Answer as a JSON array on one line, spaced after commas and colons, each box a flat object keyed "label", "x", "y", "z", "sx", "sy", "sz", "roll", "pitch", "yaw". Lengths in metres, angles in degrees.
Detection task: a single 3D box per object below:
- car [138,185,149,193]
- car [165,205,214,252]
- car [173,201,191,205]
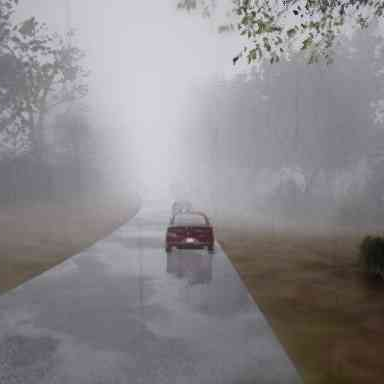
[{"label": "car", "x": -10.325, "y": -0.766, "z": 70.851, "sx": 2.097, "sy": 1.767, "sz": 4.553, "roll": 1, "pitch": 2, "yaw": -14}, {"label": "car", "x": -0.120, "y": 1.576, "z": 14.491, "sx": 1.882, "sy": 1.535, "sz": 5.008, "roll": 0, "pitch": 0, "yaw": -1}, {"label": "car", "x": -0.829, "y": 1.448, "z": 29.055, "sx": 2.033, "sy": 1.411, "sz": 5.357, "roll": 1, "pitch": 2, "yaw": -4}]
